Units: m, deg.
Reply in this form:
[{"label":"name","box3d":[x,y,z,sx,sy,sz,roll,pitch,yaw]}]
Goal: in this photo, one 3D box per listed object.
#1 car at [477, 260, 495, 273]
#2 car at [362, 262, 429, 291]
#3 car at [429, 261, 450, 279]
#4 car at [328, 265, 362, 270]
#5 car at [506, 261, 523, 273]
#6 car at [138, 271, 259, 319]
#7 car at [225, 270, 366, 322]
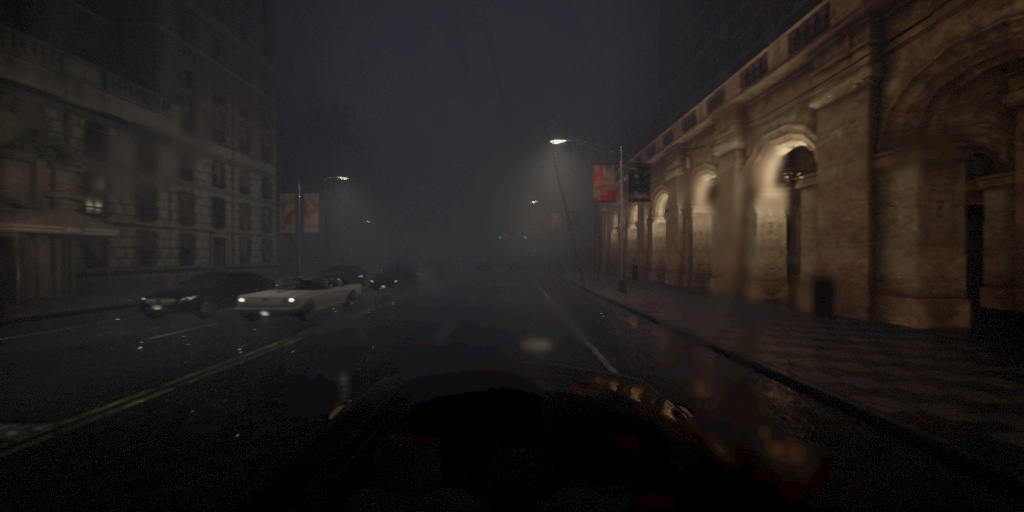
[{"label":"car","box3d":[-3.181,1.240,43.857,2.128,1.511,4.902,0,0,1]},{"label":"car","box3d":[-7.013,1.297,22.358,2.033,1.411,5.357,0,0,1]},{"label":"car","box3d":[-6.861,1.240,32.518,2.128,1.511,4.902,0,0,1]},{"label":"car","box3d":[-10.514,1.275,22.334,1.812,1.442,4.674,0,0,1]},{"label":"car","box3d":[0.411,1.274,44.414,1.812,1.442,4.674,0,0,3]},{"label":"car","box3d":[-10.587,1.276,13.028,1.812,1.442,4.674,0,0,0]},{"label":"car","box3d":[-7.091,1.351,12.506,1.895,1.301,4.718,0,0,0]}]
